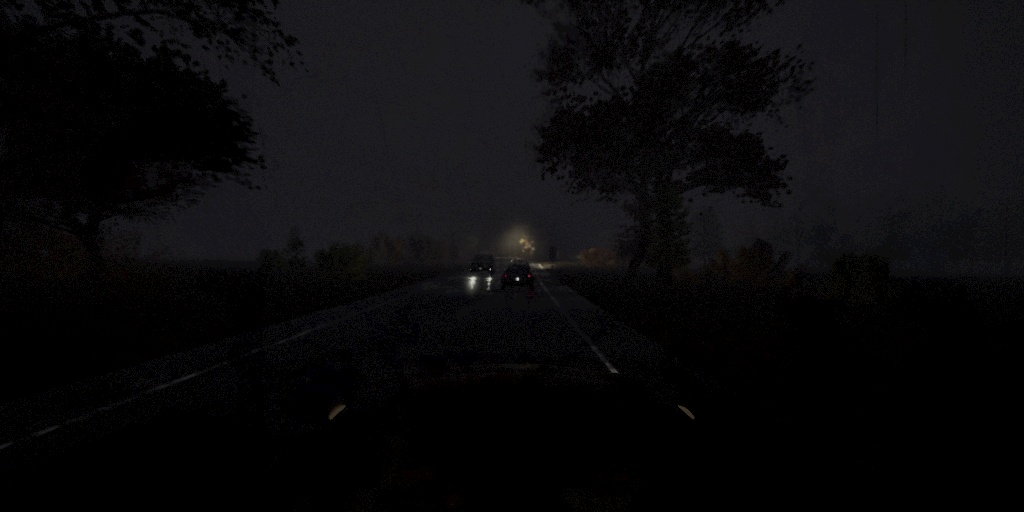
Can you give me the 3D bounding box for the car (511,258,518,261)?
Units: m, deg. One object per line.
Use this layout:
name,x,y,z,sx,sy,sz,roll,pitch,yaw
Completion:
car,0.992,1.193,39.686,1.895,1.301,4.718,0,0,3

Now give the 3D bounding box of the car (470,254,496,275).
car,-2.840,0.814,36.262,2.150,2.045,5.566,0,0,3

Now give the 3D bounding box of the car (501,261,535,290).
car,0.361,1.223,21.830,1.994,1.385,4.181,0,0,1
